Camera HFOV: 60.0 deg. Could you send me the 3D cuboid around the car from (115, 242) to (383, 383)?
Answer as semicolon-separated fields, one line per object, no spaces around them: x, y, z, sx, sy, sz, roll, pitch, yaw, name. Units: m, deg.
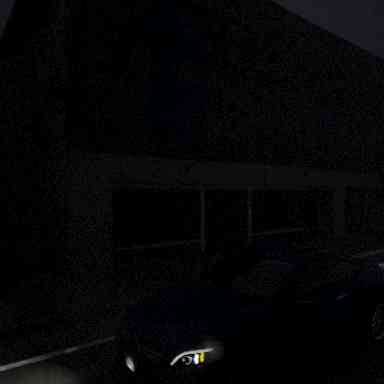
1.228;1.542;4.887;4.674;1.442;1.812;0;0;-36;car
